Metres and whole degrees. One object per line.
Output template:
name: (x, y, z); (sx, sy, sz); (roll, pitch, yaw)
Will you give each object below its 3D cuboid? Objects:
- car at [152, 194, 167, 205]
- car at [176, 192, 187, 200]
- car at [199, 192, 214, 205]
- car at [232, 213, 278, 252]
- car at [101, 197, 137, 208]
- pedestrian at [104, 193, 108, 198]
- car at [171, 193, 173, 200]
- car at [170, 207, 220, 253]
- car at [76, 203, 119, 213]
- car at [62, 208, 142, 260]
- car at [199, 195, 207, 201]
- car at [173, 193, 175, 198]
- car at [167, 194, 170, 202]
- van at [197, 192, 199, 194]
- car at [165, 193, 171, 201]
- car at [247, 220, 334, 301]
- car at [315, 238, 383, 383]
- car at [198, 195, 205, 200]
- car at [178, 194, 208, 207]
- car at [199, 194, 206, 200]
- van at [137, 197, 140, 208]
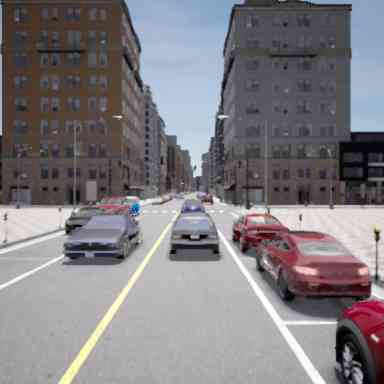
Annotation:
car: (-5.868, 1.442, 57.471); (1.752, 1.417, 4.829); (0, 0, 0)
car: (-3.018, 1.171, 88.238); (2.097, 1.767, 4.553); (0, 0, 0)
car: (2.658, 1.232, 57.615); (2.192, 1.841, 5.009); (0, 0, 0)
car: (2.665, 1.540, 13.681); (1.887, 1.381, 4.507); (0, 0, 0)
car: (-5.863, 1.306, 24.984); (2.192, 1.841, 5.009); (0, 0, 0)
pedestrian: (-12.561, 1.078, 48.590); (0.375, 1.860, 0.375); (0, 0, 1)
car: (-5.872, 1.390, 74.436); (1.752, 1.417, 4.829); (0, 0, 0)
car: (0.095, 1.542, 13.591); (2.033, 1.411, 5.357); (0, 0, 0)
car: (-5.862, 1.559, 19.344); (1.947, 1.339, 4.313); (0, 0, 0)
car: (-3.103, 1.543, 12.745); (2.033, 1.411, 5.357); (0, 0, 0)
car: (2.653, 1.429, 80.242); (1.802, 1.307, 4.206); (0, 0, 0)
car: (-5.872, 1.161, 80.261); (2.192, 1.841, 5.009); (0, 0, 0)
car: (-5.870, 1.465, 63.297); (1.947, 1.339, 4.313); (0, 0, 0)
van: (2.654, 1.206, 74.585); (1.690, 1.788, 3.998); (0, 0, 0)
car: (-5.870, 1.408, 68.781); (1.752, 1.417, 4.829); (0, 0, 0)
car: (2.666, 1.579, 8.041); (1.802, 1.307, 4.206); (0, 0, 0)
car: (2.667, 1.439, 2.401); (1.967, 1.590, 4.097); (0, 0, 0)
car: (2.651, 1.391, 91.556); (1.802, 1.307, 4.206); (0, 0, 0)
car: (0.090, 1.341, 29.265); (2.097, 1.767, 4.553); (0, 0, 0)
car: (2.652, 1.353, 86.069); (1.752, 1.417, 4.829); (0, 0, 0)
van: (-5.864, 1.327, 30.625); (1.690, 1.788, 3.998); (0, 0, 0)
